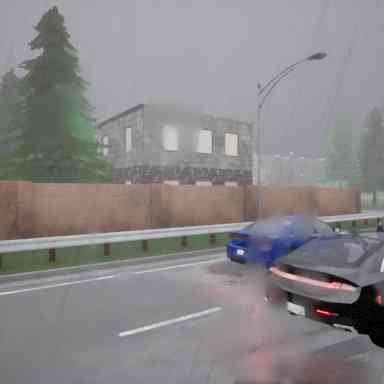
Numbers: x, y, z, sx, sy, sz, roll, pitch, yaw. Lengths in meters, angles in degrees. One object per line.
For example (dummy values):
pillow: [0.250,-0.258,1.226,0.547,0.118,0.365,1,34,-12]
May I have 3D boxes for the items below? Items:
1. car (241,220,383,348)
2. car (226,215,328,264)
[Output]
car: [3.495,1.491,6.260,4.902,1.511,2.128,0,0,-35]
car: [3.324,1.477,10.436,5.008,1.535,1.882,0,0,-36]
